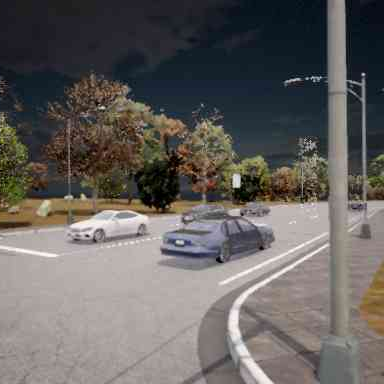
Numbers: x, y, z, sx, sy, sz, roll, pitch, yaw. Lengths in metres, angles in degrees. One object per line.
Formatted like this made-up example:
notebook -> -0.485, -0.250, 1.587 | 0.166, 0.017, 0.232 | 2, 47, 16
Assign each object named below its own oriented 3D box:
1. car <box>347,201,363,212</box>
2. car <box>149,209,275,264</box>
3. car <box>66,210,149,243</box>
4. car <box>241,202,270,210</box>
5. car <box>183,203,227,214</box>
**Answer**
car -> 19.999, 1.735, 41.393 | 1.895, 1.301, 4.718 | -1, -1, 32
car -> 1.154, 1.588, 12.174 | 2.033, 1.411, 5.357 | -1, -1, 38
car -> -4.098, 1.649, 17.031 | 1.812, 1.442, 4.674 | -1, 0, 34
car -> 6.314, 1.712, 33.151 | 1.994, 1.385, 4.181 | -1, -1, 31
car -> 1.021, 1.632, 24.795 | 1.837, 1.490, 4.892 | -1, 0, 33
